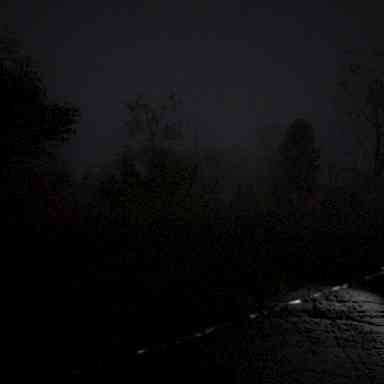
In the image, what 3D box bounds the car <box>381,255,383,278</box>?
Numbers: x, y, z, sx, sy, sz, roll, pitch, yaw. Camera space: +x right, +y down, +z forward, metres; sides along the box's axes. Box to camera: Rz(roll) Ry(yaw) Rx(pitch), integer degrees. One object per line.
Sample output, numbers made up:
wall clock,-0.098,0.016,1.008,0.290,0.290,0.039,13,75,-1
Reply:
car,6.478,1.381,8.137,4.892,1.490,1.837,-1,1,-37
